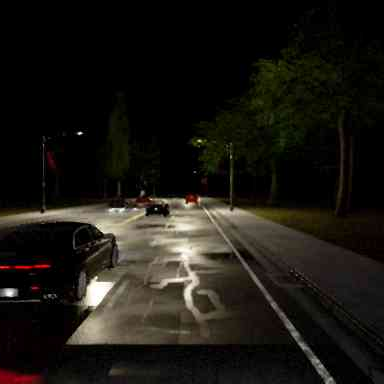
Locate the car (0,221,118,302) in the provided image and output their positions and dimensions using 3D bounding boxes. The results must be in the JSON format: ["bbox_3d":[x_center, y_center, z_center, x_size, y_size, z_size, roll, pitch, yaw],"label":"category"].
[{"bbox_3d":[-3.152,1.484,8.179,1.837,1.490,4.892,0,0,0],"label":"car"}]

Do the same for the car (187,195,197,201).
[{"bbox_3d":[-0.016,1.364,75.511,2.033,1.411,5.357,0,0,0],"label":"car"}]

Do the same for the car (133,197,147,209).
[{"bbox_3d":[-6.598,1.421,44.514,1.812,1.442,4.674,0,0,0],"label":"car"}]

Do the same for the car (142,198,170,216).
[{"bbox_3d":[-3.158,1.489,31.285,1.994,1.385,4.181,0,0,0],"label":"car"}]

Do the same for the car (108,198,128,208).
[{"bbox_3d":[-9.845,1.459,44.735,1.994,1.385,4.181,0,0,0],"label":"car"}]

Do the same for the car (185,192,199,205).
[{"bbox_3d":[0.007,1.089,57.511,2.150,2.045,5.566,0,1,0],"label":"car"}]

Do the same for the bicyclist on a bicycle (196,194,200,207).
[{"bbox_3d":[0.883,1.253,49.798,0.659,1.776,1.843,0,0,0],"label":"bicyclist on a bicycle"}]

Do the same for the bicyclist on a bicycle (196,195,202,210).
[{"bbox_3d":[0.903,1.338,40.941,0.866,1.612,1.509,0,1,0],"label":"bicyclist on a bicycle"}]
